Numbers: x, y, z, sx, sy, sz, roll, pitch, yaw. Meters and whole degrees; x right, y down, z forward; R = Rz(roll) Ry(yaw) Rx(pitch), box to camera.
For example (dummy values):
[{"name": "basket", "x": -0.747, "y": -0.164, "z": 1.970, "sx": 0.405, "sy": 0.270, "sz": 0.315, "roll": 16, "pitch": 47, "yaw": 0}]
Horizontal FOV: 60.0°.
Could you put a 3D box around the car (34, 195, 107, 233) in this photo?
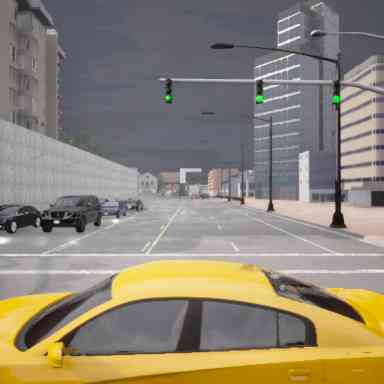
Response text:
[{"name": "car", "x": -7.104, "y": 1.221, "z": 20.222, "sx": 2.150, "sy": 2.045, "sz": 5.566, "roll": 0, "pitch": 0, "yaw": 0}]

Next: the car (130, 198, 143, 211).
[{"name": "car", "x": -7.105, "y": 1.491, "z": 40.205, "sx": 2.128, "sy": 1.511, "sz": 4.902, "roll": 0, "pitch": 0, "yaw": 0}]

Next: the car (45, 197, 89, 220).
[{"name": "car", "x": -10.610, "y": 1.352, "z": 28.658, "sx": 2.097, "sy": 1.767, "sz": 4.553, "roll": 0, "pitch": 0, "yaw": 0}]

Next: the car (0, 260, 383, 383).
[{"name": "car", "x": -0.283, "y": 1.483, "z": 3.301, "sx": 5.008, "sy": 1.535, "sz": 1.882, "roll": 0, "pitch": 0, "yaw": 0}]

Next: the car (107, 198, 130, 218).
[{"name": "car", "x": -7.110, "y": 1.526, "z": 29.863, "sx": 1.812, "sy": 1.442, "sz": 4.674, "roll": 0, "pitch": 0, "yaw": 0}]

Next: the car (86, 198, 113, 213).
[{"name": "car", "x": -10.608, "y": 1.505, "z": 38.476, "sx": 1.837, "sy": 1.490, "sz": 4.892, "roll": 0, "pitch": 0, "yaw": 0}]

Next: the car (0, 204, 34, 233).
[{"name": "car", "x": -10.608, "y": 1.505, "z": 19.591, "sx": 1.837, "sy": 1.490, "sz": 4.892, "roll": 0, "pitch": 0, "yaw": 0}]

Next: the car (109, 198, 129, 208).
[{"name": "car", "x": -10.574, "y": 1.601, "z": 48.536, "sx": 1.895, "sy": 1.301, "sz": 4.718, "roll": 0, "pitch": 0, "yaw": 0}]
